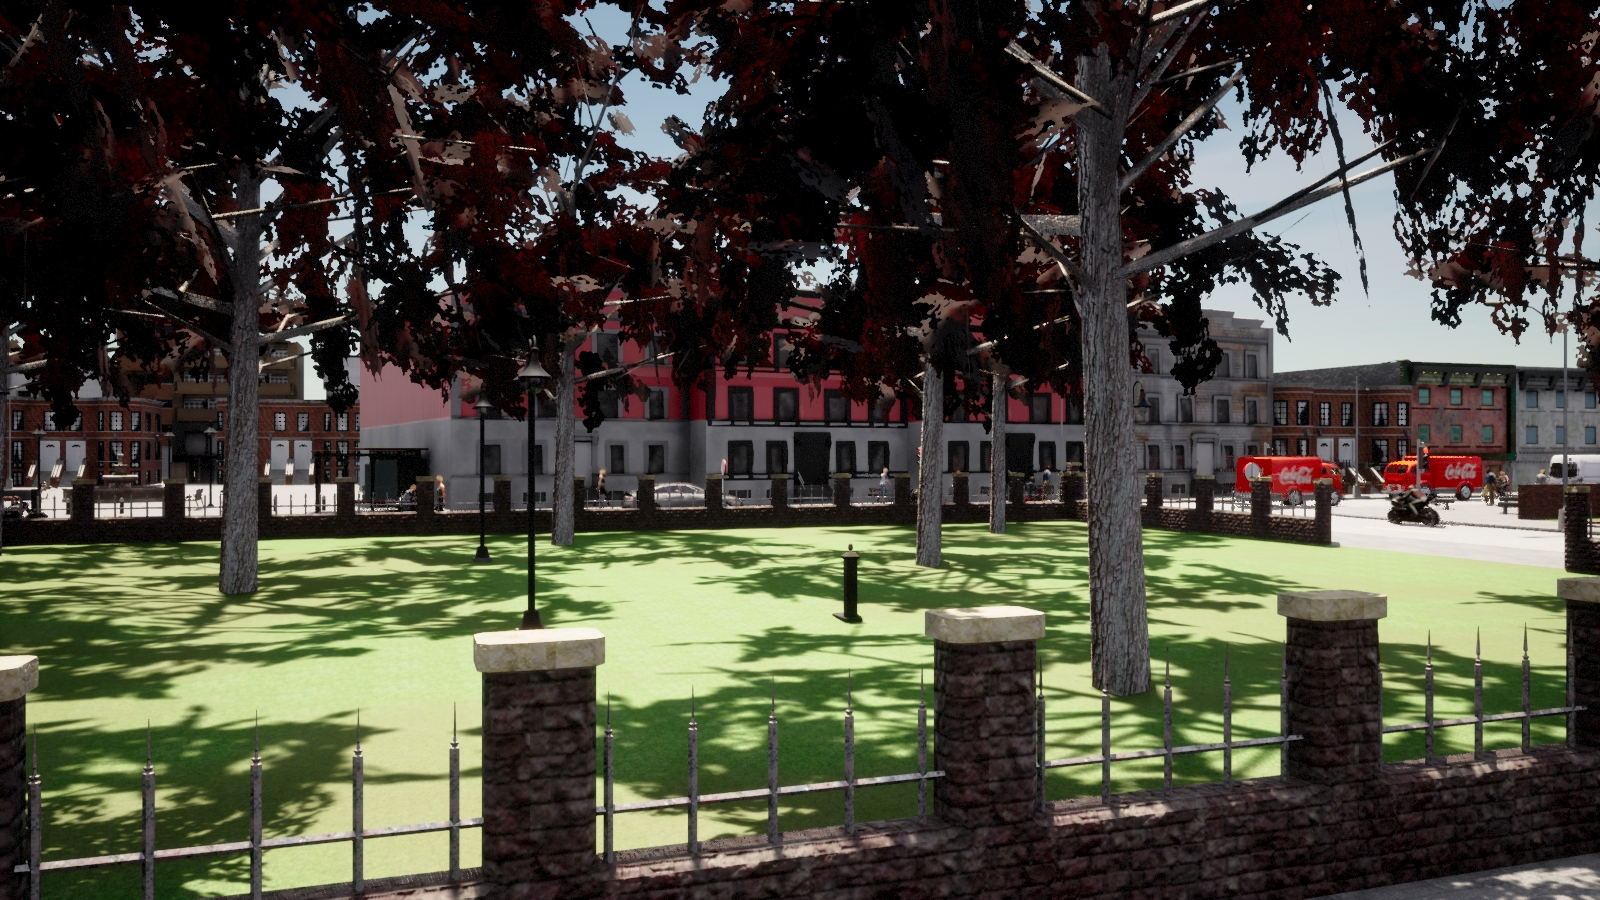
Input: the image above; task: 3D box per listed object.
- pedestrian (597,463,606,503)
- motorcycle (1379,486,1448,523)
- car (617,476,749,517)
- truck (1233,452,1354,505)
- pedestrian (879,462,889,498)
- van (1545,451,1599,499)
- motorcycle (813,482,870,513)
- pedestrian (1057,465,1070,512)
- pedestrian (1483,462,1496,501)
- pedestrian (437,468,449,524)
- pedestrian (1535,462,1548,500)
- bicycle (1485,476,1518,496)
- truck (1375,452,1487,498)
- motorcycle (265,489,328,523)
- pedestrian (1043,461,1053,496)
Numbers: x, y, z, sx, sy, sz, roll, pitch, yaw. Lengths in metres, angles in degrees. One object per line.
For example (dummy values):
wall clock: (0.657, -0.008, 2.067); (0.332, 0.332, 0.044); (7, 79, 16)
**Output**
pedestrian: (-9.328, 1.524, 53.604); (0.375, 1.860, 0.375); (0, 0, -19)
motorcycle: (22.601, 1.985, 42.137); (0.867, 1.251, 2.209); (0, 0, -20)
car: (-4.678, 1.827, 45.707); (4.902, 1.511, 2.128); (0, 0, -19)
truck: (24.160, 1.348, 56.000); (5.204, 2.467, 2.627); (0, 0, -25)
pedestrian: (4.313, 1.523, 58.491); (0.375, 1.860, 0.375); (0, 0, -18)
van: (43.797, 1.314, 62.377); (5.915, 2.561, 1.988); (0, 0, -18)
motorcycle: (1.741, 1.985, 47.805); (2.209, 1.251, 0.867); (0, 0, -20)
pedestrian: (10.520, 1.525, 45.564); (0.375, 1.860, 0.375); (0, 0, -15)
pedestrian: (33.047, 1.517, 54.792); (0.375, 1.860, 0.375); (0, 0, -13)
pedestrian: (-11.919, 1.523, 38.153); (0.375, 1.860, 0.375); (0, 0, -19)
pedestrian: (36.086, 1.515, 55.619); (0.375, 1.860, 0.375); (0, 0, -21)
bicycle: (40.060, 2.036, 65.248); (1.487, 1.080, 0.859); (0, 0, -18)
truck: (35.004, 1.348, 63.458); (5.204, 2.467, 2.627); (0, 0, -19)
motorcycle: (-18.110, 1.993, 41.133); (2.033, 1.145, 0.803); (0, 0, -19)
pedestrian: (13.308, 1.524, 61.414); (0.375, 1.860, 0.375); (0, 0, -20)
